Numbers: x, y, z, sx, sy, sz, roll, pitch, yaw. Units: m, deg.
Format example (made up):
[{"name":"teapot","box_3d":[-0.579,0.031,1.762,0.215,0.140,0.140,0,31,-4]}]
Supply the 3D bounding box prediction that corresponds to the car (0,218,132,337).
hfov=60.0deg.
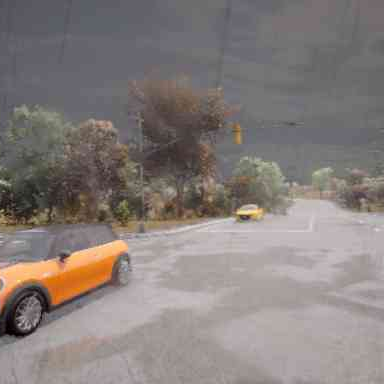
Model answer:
[{"name":"car","box_3d":[-3.241,1.560,7.257,2.097,1.767,4.553,-3,-1,20]}]

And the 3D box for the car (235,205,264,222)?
[{"name":"car","box_3d":[5.282,1.912,30.246,1.882,1.535,5.008,-3,-2,20]}]

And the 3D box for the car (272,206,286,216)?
[{"name":"car","box_3d":[14.332,3.106,54.556,2.128,1.511,4.902,-3,-4,20]}]
